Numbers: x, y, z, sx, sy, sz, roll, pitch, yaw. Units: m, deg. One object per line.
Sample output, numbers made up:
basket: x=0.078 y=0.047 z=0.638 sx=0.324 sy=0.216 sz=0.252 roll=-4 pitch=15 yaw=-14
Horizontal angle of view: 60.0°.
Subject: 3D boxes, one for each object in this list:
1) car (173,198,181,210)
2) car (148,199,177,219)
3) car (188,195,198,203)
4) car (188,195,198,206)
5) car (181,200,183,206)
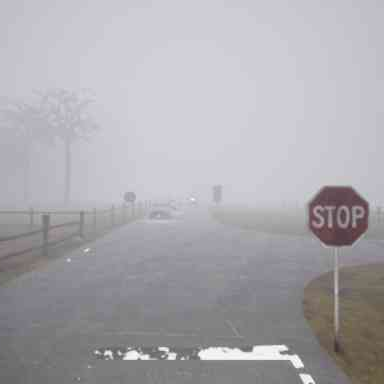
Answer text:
car: x=-2.721 y=1.614 z=42.195 sx=1.837 sy=1.490 sz=4.892 roll=0 pitch=0 yaw=0
car: x=-2.760 y=1.612 z=30.396 sx=2.033 sy=1.411 sz=5.357 roll=0 pitch=0 yaw=0
car: x=0.211 y=1.483 z=70.840 sx=2.097 sy=1.767 sz=4.553 roll=0 pitch=0 yaw=0
car: x=0.180 y=1.749 z=60.233 sx=2.033 sy=1.411 sz=5.357 roll=0 pitch=0 yaw=0
car: x=-2.646 y=1.713 z=57.680 sx=1.812 sy=1.442 sz=4.674 roll=0 pitch=0 yaw=1
